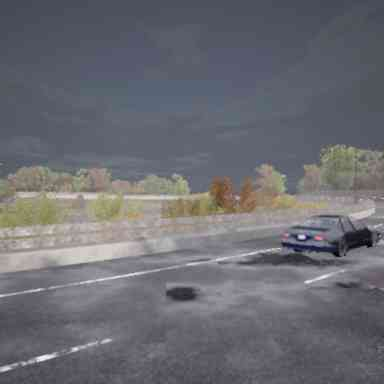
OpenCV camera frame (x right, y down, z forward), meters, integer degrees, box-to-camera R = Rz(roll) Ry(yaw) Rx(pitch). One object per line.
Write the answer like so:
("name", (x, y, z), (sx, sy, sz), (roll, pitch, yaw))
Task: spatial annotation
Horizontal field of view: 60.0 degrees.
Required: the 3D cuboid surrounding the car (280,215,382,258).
("car", (5.613, 1.600, 13.104), (5.357, 1.411, 2.033), (0, 0, -43))
